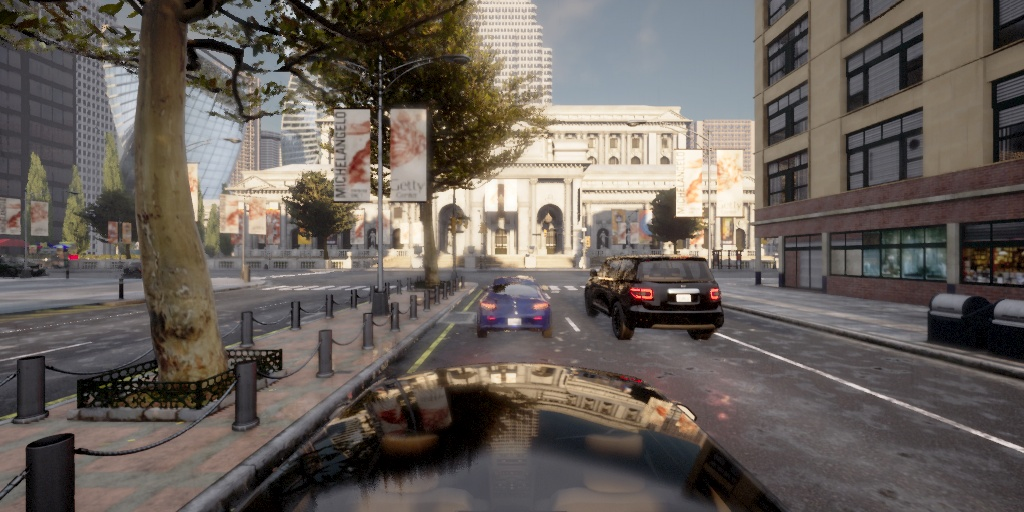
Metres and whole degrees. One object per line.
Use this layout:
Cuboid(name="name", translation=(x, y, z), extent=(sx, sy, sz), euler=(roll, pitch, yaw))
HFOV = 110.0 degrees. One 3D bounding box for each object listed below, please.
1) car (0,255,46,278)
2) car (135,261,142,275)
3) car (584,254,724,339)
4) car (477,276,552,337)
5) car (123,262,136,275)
Cuboid(name="car", translation=(-48.308, 0.962, 34.193), extent=(5.566, 2.045, 2.150), euler=(1, 0, -2))
Cuboid(name="car", translation=(-32.390, 1.351, 34.207), extent=(4.718, 1.301, 1.895), euler=(0, 0, 0))
Cuboid(name="car", translation=(3.582, 0.971, 10.160), extent=(2.150, 2.045, 5.566), euler=(0, 0, 0))
Cuboid(name="car", translation=(0.076, 1.276, 10.150), extent=(1.812, 1.442, 4.674), euler=(0, 0, 0))
Cuboid(name="car", translation=(-38.059, 1.276, 37.709), extent=(4.674, 1.442, 1.812), euler=(0, 0, 0))
